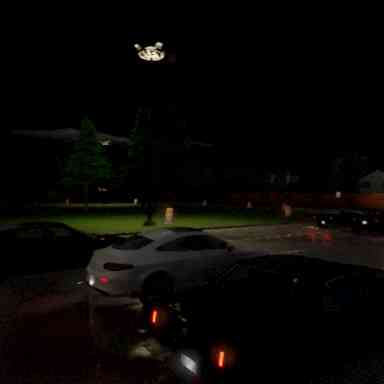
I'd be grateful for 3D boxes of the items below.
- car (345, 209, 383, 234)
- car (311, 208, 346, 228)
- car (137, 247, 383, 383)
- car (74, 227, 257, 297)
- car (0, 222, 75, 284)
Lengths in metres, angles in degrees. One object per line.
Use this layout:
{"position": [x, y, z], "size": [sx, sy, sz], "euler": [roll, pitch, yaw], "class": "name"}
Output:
{"position": [11.817, 1.797, 20.786], "size": [4.181, 1.385, 1.994], "euler": [1, 0, -36], "class": "car"}
{"position": [10.946, 1.850, 24.571], "size": [4.718, 1.301, 1.895], "euler": [1, 0, -37], "class": "car"}
{"position": [1.774, 1.647, 5.014], "size": [4.718, 1.301, 1.895], "euler": [1, 0, -36], "class": "car"}
{"position": [-0.119, 1.573, 7.964], "size": [4.674, 1.442, 1.812], "euler": [1, 0, -36], "class": "car"}
{"position": [-4.152, 1.568, 9.384], "size": [5.357, 1.411, 2.033], "euler": [1, 0, -35], "class": "car"}
